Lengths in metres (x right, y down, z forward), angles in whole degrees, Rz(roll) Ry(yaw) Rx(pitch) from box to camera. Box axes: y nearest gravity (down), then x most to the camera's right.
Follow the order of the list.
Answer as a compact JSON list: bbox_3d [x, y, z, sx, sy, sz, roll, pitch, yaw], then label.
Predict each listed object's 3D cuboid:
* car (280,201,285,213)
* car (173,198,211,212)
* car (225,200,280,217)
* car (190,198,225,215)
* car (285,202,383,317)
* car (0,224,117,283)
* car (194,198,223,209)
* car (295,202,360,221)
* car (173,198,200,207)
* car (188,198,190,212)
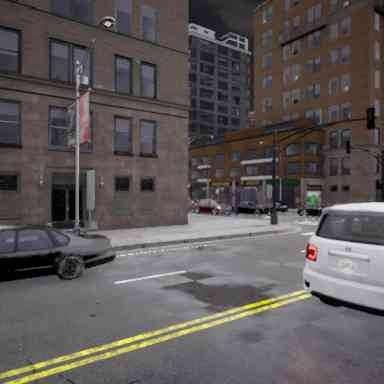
[{"bbox_3d":[8.637,1.572,36.945,1.947,1.339,4.313,0,0,-35],"label":"car"},{"bbox_3d":[-0.062,1.476,39.739,2.128,1.511,4.902,0,0,-35],"label":"car"},{"bbox_3d":[5.677,1.588,31.627,1.895,1.301,4.718,0,0,-35],"label":"car"},{"bbox_3d":[2.086,1.417,32.311,1.967,1.590,4.097,0,0,-35],"label":"car"},{"bbox_3d":[4.603,1.221,6.732,5.566,2.045,2.150,0,0,-36],"label":"car"},{"bbox_3d":[-4.659,1.547,8.347,5.357,1.411,2.033,0,0,-36],"label":"car"},{"bbox_3d":[2.270,1.586,45.943,1.802,1.307,4.206,0,0,-35],"label":"car"},{"bbox_3d":[11.362,1.600,28.187,4.718,1.301,1.895,0,0,45],"label":"car"},{"bbox_3d":[-0.913,1.570,50.441,1.947,1.339,4.313,0,0,-35],"label":"car"},{"bbox_3d":[-1.097,1.415,36.809,1.967,1.590,4.097,0,0,-35],"label":"car"}]
